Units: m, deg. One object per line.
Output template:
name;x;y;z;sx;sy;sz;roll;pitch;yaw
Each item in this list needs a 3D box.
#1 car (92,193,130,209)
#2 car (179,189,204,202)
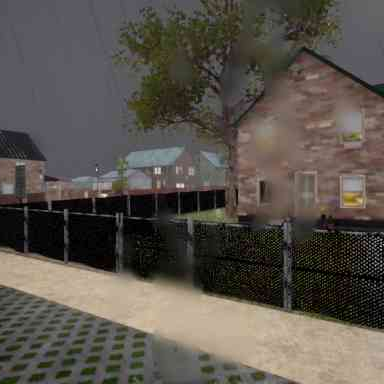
car;-7.059;0.814;27.929;2.033;1.411;5.357;-1;2;35
car;0.165;0.377;37.943;2.033;1.411;5.357;-1;2;36
